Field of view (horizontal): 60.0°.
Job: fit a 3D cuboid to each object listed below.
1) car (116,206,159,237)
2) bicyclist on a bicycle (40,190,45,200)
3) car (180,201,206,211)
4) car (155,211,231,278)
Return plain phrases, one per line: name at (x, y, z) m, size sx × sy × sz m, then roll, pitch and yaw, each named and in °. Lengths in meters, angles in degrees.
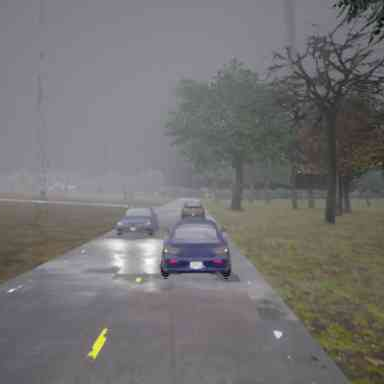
car at (-2.843, 1.529, 18.302) m, size 1.812 × 1.442 × 4.674 m, roll 0°, pitch 0°, yaw 0°
bicyclist on a bicycle at (-22.668, 0.474, 50.549) m, size 0.582 × 1.620 × 1.656 m, roll 2°, pitch 0°, yaw 0°
car at (0.087, 1.497, 27.373) m, size 2.128 × 1.511 × 4.902 m, roll 0°, pitch 0°, yaw 0°
car at (0.096, 1.529, 10.042) m, size 1.812 × 1.442 × 4.674 m, roll 0°, pitch 0°, yaw 0°
